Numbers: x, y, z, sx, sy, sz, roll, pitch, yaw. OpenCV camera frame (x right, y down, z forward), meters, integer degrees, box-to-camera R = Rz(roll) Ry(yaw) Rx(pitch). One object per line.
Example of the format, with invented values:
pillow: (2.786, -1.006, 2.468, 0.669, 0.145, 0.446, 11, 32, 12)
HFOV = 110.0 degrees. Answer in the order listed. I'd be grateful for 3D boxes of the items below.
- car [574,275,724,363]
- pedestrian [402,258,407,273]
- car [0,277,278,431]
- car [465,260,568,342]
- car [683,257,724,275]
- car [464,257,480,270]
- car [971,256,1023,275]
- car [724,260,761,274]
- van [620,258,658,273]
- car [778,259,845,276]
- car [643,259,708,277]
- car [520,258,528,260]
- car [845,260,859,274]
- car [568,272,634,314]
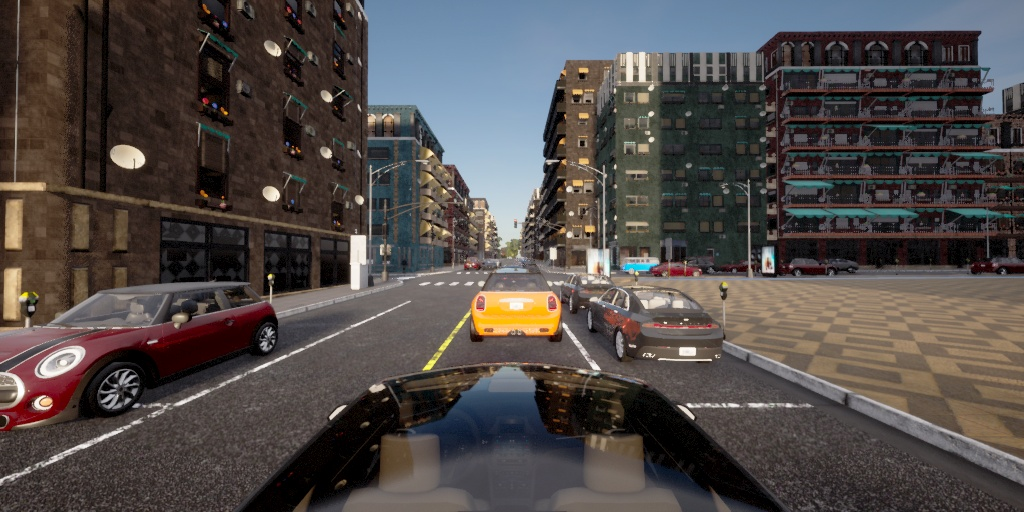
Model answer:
car: (2.819, 1.302, 7.949, 2.007, 1.370, 4.403, 0, 0, 0)
pedestrian: (-12.542, 1.097, 41.672, 0.375, 1.860, 0.375, 0, 0, 0)
car: (-5.820, 1.191, 5.711, 1.967, 1.591, 4.097, 0, 0, 0)
car: (0.095, 1.104, 9.928, 2.097, 1.767, 4.553, 0, 0, 0)
car: (17.994, 1.139, 35.920, 4.892, 1.490, 1.837, 0, -1, 1)
car: (-5.706, 1.083, 51.749, 2.192, 1.841, 5.009, 0, 0, 0)
car: (41.335, 0.811, 29.960, 4.097, 1.591, 1.967, 0, 0, 0)
car: (24.814, 1.165, 38.454, 4.507, 1.381, 1.888, 0, 0, 0)
van: (13.758, 1.046, 38.529, 3.998, 1.789, 1.690, 0, 0, 0)
car: (24.754, 0.935, 30.074, 4.097, 1.591, 1.967, 0, 0, 0)
car: (13.699, 1.163, 30.149, 4.207, 1.307, 1.802, 0, 0, 0)
car: (1.084, 1.301, 41.149, 2.128, 1.511, 4.902, -1, 1, -31)
car: (31.684, 1.017, 35.822, 4.902, 1.511, 2.128, -1, -1, 1)
car: (2.817, 1.304, 13.519, 2.007, 1.370, 4.403, 0, 0, 0)
